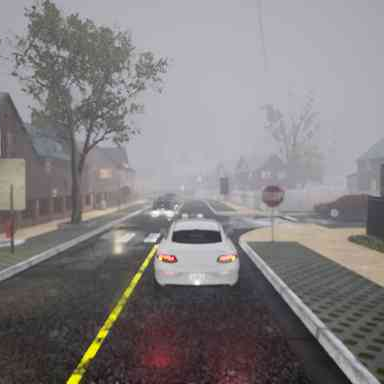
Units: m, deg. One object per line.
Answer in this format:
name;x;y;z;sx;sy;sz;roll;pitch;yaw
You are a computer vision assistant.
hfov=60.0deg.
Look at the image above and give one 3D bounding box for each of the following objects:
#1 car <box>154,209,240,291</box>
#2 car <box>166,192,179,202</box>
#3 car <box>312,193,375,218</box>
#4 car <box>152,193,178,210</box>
car;0.109;1.402;8.530;1.812;1.442;4.674;0;1;0
car;-3.213;0.780;54.281;1.994;1.385;4.181;0;1;-6
car;10.620;0.869;22.209;5.008;1.535;1.882;-1;1;-3
car;-2.805;1.072;33.461;1.994;1.385;4.181;0;1;0
